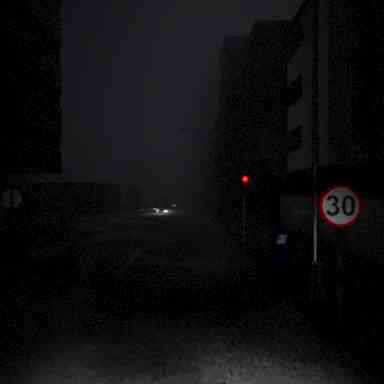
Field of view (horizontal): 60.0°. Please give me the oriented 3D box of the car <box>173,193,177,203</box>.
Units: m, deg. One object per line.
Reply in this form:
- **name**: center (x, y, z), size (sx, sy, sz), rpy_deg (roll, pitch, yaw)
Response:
- **car**: center (-4.044, 1.386, 65.416), size (1.837, 1.490, 4.892), rpy_deg (0, 0, 0)

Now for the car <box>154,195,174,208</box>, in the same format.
- **car**: center (-4.103, 1.403, 45.800), size (2.128, 1.511, 4.902), rpy_deg (0, 0, 0)
